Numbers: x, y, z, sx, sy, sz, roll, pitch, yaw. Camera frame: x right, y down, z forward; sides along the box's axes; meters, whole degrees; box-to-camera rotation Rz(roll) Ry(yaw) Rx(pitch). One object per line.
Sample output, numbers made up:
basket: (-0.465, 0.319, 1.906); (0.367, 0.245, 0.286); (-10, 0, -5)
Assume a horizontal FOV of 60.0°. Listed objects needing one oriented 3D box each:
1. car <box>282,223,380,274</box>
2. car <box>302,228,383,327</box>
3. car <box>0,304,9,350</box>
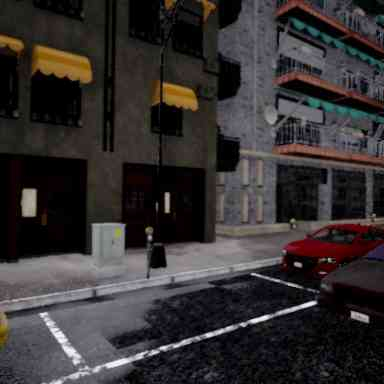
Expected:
car: (4.541, 1.632, 9.792); (4.507, 1.381, 1.887); (1, 0, -36)
car: (4.836, 1.620, 6.830); (5.357, 1.411, 2.033); (1, 0, -35)
car: (-4.588, 1.507, 3.276); (4.829, 1.417, 1.752); (1, 0, -36)
